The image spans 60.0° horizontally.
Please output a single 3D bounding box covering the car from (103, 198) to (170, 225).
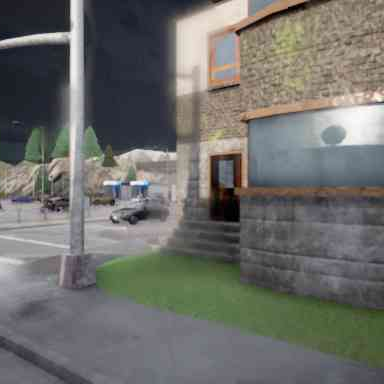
[{"bbox_3d":[-3.407,1.336,22.453,1.812,1.442,4.674,0,0,35],"label":"car"}]

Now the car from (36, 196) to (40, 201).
[{"bbox_3d":[-22.827,1.271,55.167,2.007,1.523,4.514,0,0,35],"label":"car"}]

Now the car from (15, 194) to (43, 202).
[{"bbox_3d":[-36.222,1.284,74.062,2.152,1.636,5.027,0,0,35],"label":"car"}]

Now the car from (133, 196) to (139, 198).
[{"bbox_3d":[-8.202,1.345,54.355,1.970,1.475,3.806,0,0,35],"label":"car"}]

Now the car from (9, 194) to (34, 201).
[{"bbox_3d":[-38.816,1.291,75.828,2.007,1.523,4.514,0,0,35],"label":"car"}]

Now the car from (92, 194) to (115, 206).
[{"bbox_3d":[-13.059,1.081,47.404,1.932,1.855,4.605,0,0,35],"label":"car"}]

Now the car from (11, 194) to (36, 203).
[{"bbox_3d":[-30.967,1.284,60.963,1.845,1.501,3.633,0,0,35],"label":"car"}]

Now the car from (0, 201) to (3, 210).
[{"bbox_3d":[-20.215,1.218,31.575,1.970,1.475,3.806,0,0,35],"label":"car"}]

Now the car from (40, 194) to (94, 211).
[{"bbox_3d":[-13.159,1.287,35.223,2.007,1.523,4.514,0,0,35],"label":"car"}]

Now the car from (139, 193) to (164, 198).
[{"bbox_3d":[-5.837,1.063,51.938,1.905,1.878,3.866,0,0,35],"label":"car"}]
